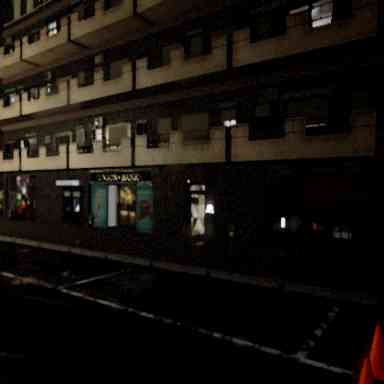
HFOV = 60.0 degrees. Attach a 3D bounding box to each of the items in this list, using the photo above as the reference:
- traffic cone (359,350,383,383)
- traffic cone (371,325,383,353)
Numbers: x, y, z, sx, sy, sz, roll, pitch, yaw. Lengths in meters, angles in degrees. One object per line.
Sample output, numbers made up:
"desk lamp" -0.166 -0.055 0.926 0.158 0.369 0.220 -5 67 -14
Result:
"traffic cone" 1.744 1.957 3.315 0.340 0.580 0.340 0 0 35
"traffic cone" 2.319 1.957 4.133 0.340 0.580 0.340 0 0 35
